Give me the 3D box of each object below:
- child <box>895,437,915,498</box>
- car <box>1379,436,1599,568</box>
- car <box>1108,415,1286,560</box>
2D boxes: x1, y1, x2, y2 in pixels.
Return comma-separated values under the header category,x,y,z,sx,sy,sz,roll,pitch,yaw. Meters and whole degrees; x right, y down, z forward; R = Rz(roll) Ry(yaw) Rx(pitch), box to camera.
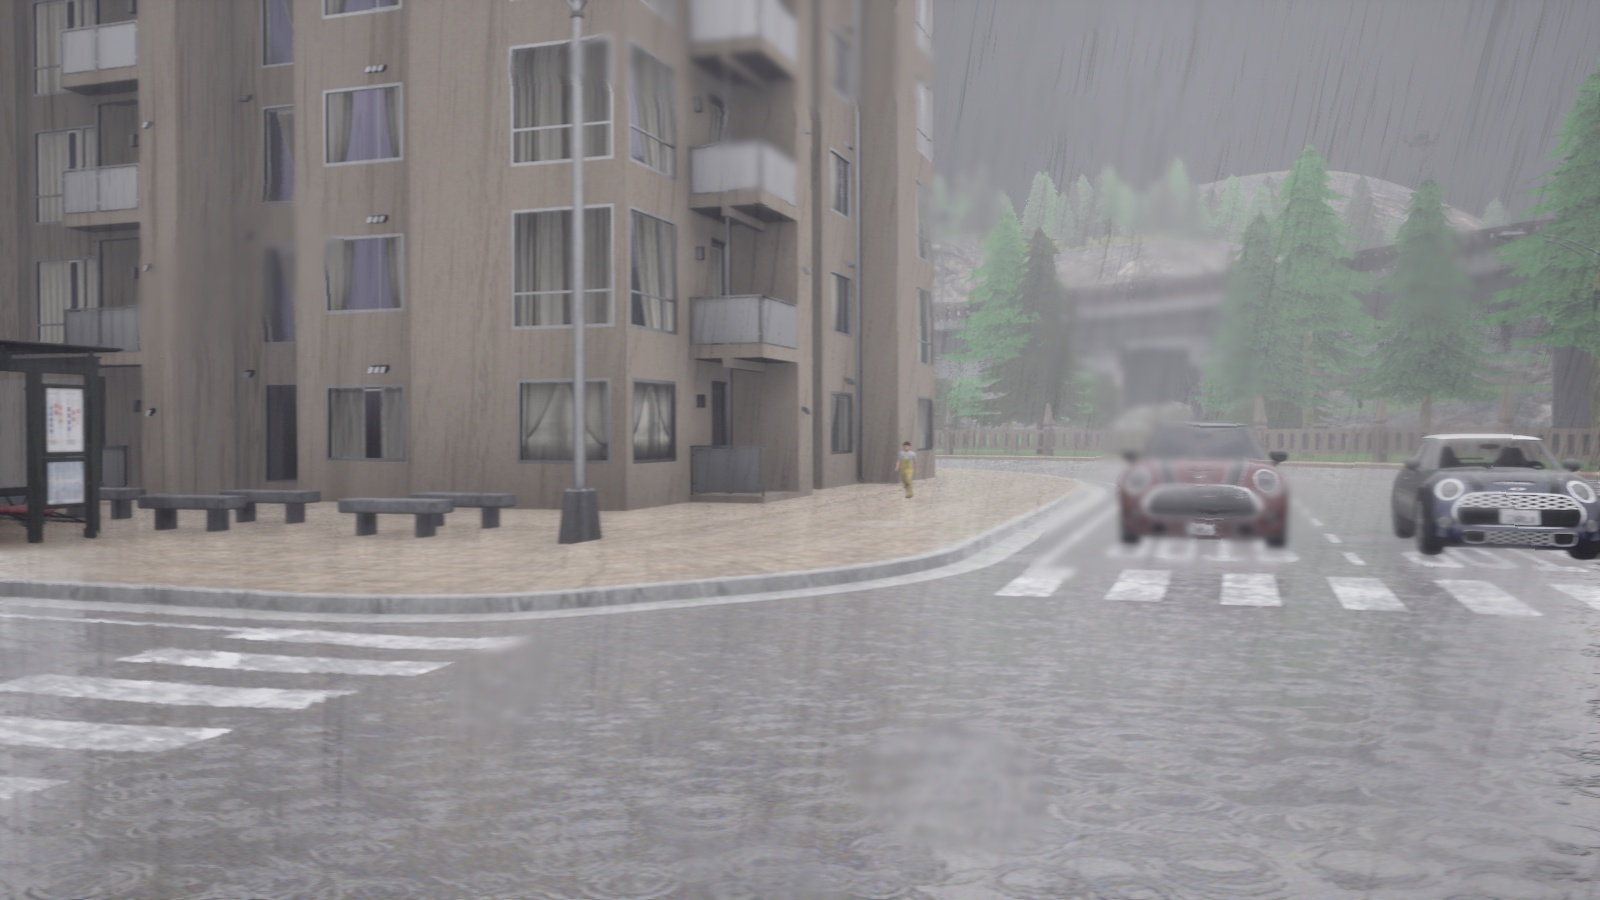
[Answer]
category,x,y,z,sx,sy,sz,roll,pitch,yaw
child,2.184,0.353,26.137,0.270,1.263,0.437,1,1,24
car,8.807,0.567,16.253,1.970,1.475,3.806,1,1,19
car,5.632,0.423,17.785,2.097,1.767,4.553,1,1,18
